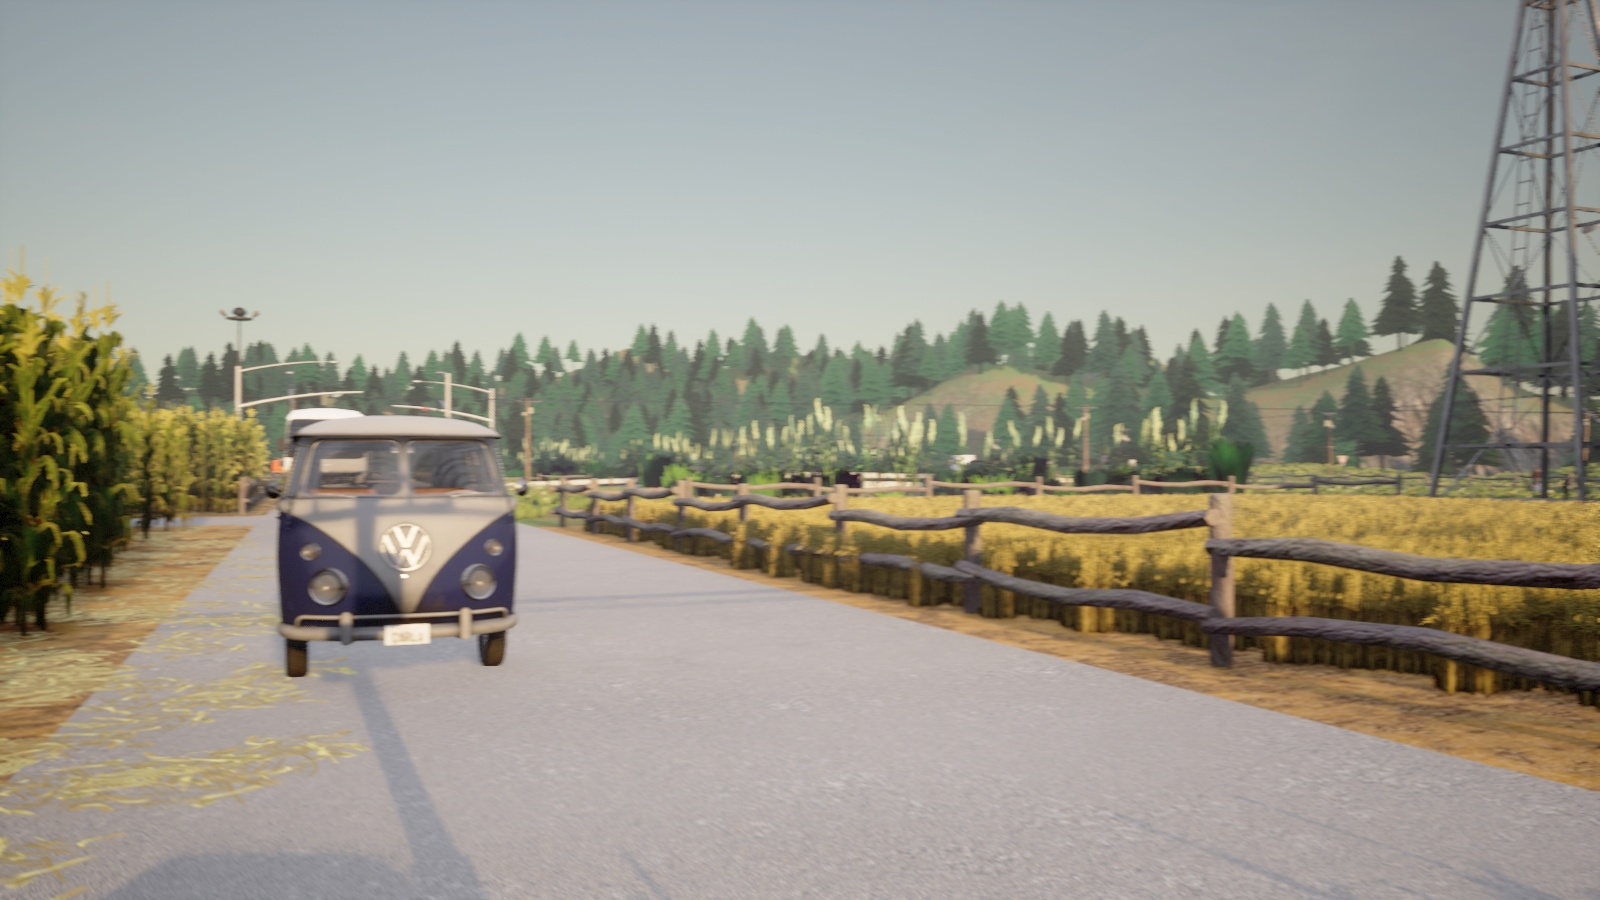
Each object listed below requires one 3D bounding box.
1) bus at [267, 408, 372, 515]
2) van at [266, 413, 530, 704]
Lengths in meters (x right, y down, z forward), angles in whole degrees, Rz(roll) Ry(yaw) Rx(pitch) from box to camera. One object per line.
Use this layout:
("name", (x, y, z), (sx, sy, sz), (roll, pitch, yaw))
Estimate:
("bus", (-21.322, 0.547, 55.583), (3.944, 4.253, 10.273), (0, -1, -22))
("van", (-3.634, 0.781, 10.963), (1.775, 1.987, 4.442), (0, -1, -22))
